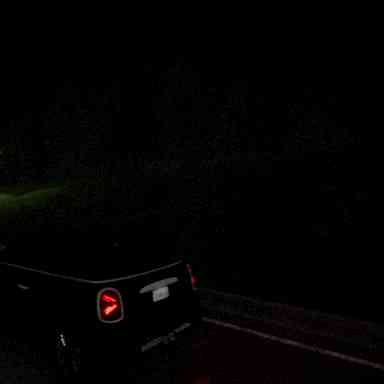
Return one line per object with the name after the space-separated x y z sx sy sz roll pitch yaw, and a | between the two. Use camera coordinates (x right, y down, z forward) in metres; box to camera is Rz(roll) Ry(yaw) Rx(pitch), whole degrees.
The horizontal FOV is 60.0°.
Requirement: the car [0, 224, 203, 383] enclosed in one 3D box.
-2.119 1.346 5.605 4.553 1.767 2.097 0 0 36 | car
